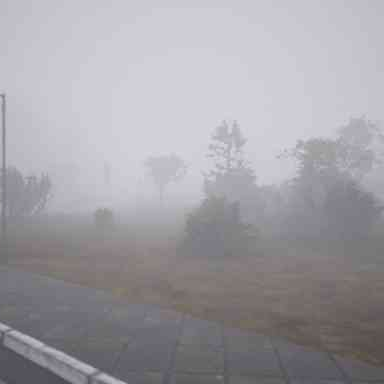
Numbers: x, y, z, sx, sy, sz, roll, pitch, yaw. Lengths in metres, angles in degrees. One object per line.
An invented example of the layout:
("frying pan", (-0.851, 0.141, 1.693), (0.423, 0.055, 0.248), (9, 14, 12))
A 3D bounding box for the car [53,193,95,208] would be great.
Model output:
("car", (-15.401, 1.302, 44.354), (1.882, 1.535, 5.008), (0, 1, 39))

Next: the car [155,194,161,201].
("car", (-5.185, 1.056, 62.597), (2.128, 1.511, 4.902), (0, 1, 37))

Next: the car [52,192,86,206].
("car", (-17.453, 1.027, 47.381), (2.150, 2.045, 5.566), (0, 0, 39))

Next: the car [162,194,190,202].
("car", (-2.468, 1.065, 60.391), (2.128, 1.511, 4.902), (0, 1, 37))
